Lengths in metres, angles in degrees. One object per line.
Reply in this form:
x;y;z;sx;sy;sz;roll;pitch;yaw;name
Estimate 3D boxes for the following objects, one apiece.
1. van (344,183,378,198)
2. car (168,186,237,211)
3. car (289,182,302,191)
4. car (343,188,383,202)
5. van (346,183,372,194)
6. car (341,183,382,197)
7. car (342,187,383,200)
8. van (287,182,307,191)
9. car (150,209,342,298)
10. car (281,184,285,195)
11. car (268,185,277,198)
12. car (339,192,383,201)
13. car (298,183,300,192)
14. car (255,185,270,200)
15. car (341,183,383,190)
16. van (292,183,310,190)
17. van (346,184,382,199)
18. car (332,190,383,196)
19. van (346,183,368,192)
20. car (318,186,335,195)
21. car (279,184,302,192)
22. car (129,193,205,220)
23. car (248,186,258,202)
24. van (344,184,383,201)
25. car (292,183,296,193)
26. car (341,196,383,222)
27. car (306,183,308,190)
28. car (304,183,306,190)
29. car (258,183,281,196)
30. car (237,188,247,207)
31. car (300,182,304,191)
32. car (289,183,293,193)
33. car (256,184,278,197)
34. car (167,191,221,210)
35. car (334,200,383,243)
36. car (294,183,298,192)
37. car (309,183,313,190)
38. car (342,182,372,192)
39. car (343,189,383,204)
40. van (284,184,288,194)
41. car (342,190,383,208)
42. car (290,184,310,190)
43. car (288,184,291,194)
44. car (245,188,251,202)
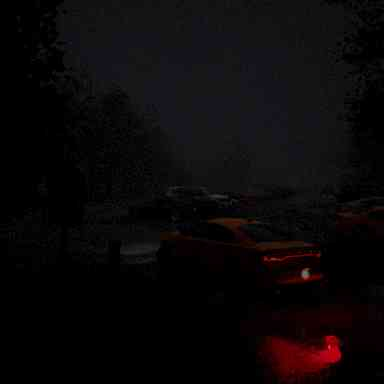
24.967;-0.262;49.235;4.442;1.987;1.878;1;2;25;van
0.434;0.589;27.055;5.566;2.045;2.435;1;3;25;car
19.064;-0.651;67.350;4.892;1.521;2.231;1;2;25;car
20.444;0.337;39.136;4.792;1.488;2.163;1;2;25;car
32.216;-0.762;64.326;4.442;1.987;1.878;1;2;25;van
26.211;-0.370;51.709;5.566;2.045;2.435;1;2;25;car
22.749;0.132;44.167;5.008;1.535;2.097;1;2;25;car
25.963;-1.380;82.495;4.442;1.987;1.878;1;2;25;van
0.887;1.401;8.438;1.882;1.535;5.008;2;-1;-31;car
10.930;-0.038;49.710;4.792;1.488;2.163;1;2;25;car
7.575;0.203;42.099;5.366;1.575;1.946;1;2;25;car
10.025;1.123;16.645;4.553;1.767;2.185;1;3;25;car
17.909;-0.568;64.826;4.892;1.521;2.231;1;2;25;car
6.124;0.294;39.849;5.366;1.575;1.946;1;3;25;car
15.790;0.466;29.084;5.566;2.045;2.435;1;3;25;car
29.456;-1.556;90.036;4.442;1.987;1.878;1;1;25;van
24.014;-0.175;46.625;4.442;1.987;1.878;1;2;25;van
13.268;0.925;24.163;5.366;1.575;1.946;1;3;25;car
36.872;-1.095;74.375;4.442;1.987;1.878;1;2;25;van
23.589;-0.312;57.739;2.128;1.511;4.902;1;2;25;car
21.374;-0.945;72.392;4.553;1.767;2.185;1;2;25;car
-1.951;1.084;22.057;4.792;1.488;2.163;1;3;25;car
3.740;0.511;34.706;5.366;1.575;1.946;1;3;25;car
21.476;-0.009;41.681;4.442;1.987;1.878;1;2;24;van
15.543;-0.373;59.807;4.792;1.488;2.163;1;2;25;car
12.270;1.078;21.576;4.674;1.452;2.002;1;3;25;car
23.731;-0.986;77.421;5.008;1.535;2.097;1;2;25;car
22.541;-1.028;74.909;4.553;1.767;2.185;1;2;25;car
9.767;-0.107;47.189;4.553;1.767;2.185;1;2;25;car
1.744;0.732;29.516;5.366;1.575;1.946;1;3;25;car
20.068;-0.741;69.943;5.366;1.575;1.946;1;2;25;car
14.377;-0.289;57.289;4.792;1.488;2.163;1;2;25;car
8.565;0.108;44.689;4.892;1.521;2.231;1;3;25;car
-0.753;0.947;24.558;5.008;1.535;2.097;1;3;25;car
8.828;1.355;14.153;5.008;1.535;2.097;1;3;25;car
16.568;-0.491;62.389;5.366;1.575;1.946;1;2;25;car
27.261;-1.487;84.951;5.566;2.045;2.435;1;2;25;car
35.576;-1.039;71.922;5.566;2.045;2.435;1;2;25;car
19.335;0.428;36.743;4.792;1.488;2.163;1;3;25;car
12.176;-0.376;52.184;4.442;1.987;1.878;1;2;25;van
16.902;0.638;31.631;4.792;1.488;2.163;1;3;25;car
28.417;-1.260;87.455;4.792;1.488;2.163;1;2;25;car
13.210;-0.206;54.771;4.792;1.488;2.163;1;2;25;car
2.748;0.626;32.109;4.892;1.521;2.231;1;3;25;car
